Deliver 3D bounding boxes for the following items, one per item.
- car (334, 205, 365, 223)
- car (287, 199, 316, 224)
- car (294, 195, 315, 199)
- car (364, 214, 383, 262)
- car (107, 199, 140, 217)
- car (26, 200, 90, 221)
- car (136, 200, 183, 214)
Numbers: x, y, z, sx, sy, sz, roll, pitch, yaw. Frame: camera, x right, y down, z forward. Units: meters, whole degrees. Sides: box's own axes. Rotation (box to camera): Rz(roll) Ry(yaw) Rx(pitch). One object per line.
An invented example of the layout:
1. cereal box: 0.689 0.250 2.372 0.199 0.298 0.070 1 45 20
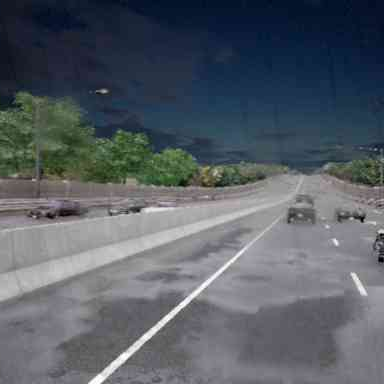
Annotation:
1. car: 12.520 1.677 26.669 1.895 1.301 4.718 1 0 19
2. car: 8.274 1.505 25.147 1.882 1.535 5.008 1 -1 20
3. car: 13.758 1.319 40.821 2.150 2.045 5.566 1 0 19
4. car: 6.389 1.532 9.137 2.128 1.511 4.902 1 0 19
5. car: -5.440 1.366 28.912 1.837 1.490 4.892 1 0 19
6. car: -10.207 1.357 25.895 2.033 1.411 5.357 1 0 19
7. car: -2.389 1.500 27.044 1.895 1.301 4.718 1 0 19
